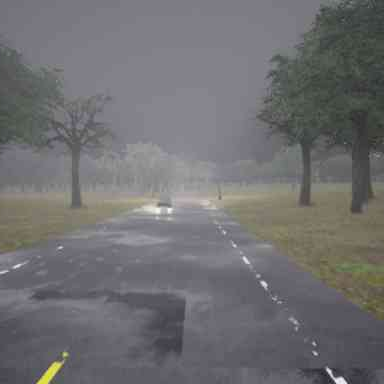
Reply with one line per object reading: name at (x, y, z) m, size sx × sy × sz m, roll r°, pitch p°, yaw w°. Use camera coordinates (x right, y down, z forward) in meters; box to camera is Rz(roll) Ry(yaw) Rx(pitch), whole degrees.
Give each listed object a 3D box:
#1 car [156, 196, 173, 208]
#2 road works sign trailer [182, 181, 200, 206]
car at (-3.572, 1.276, 43.679) m, size 1.837 × 1.490 × 4.892 m, roll 0°, pitch 1°, yaw 0°
road works sign trailer at (0.013, 0.196, 47.317) m, size 2.380 × 3.560 × 2.880 m, roll 0°, pitch 1°, yaw 0°
